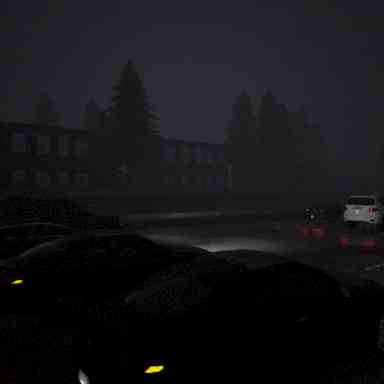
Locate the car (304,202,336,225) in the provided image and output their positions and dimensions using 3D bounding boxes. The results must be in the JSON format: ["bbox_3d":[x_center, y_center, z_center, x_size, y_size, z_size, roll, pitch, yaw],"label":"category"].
[{"bbox_3d":[10.095,1.451,23.849,4.902,1.511,2.128,0,0,-36],"label":"car"}]

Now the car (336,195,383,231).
[{"bbox_3d":[11.701,1.183,20.695,5.566,2.045,2.150,0,0,-36],"label":"car"}]

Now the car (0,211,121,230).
[{"bbox_3d":[-4.211,1.488,9.342,4.902,1.511,2.128,0,0,-36],"label":"car"}]

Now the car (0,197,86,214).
[{"bbox_3d":[-5.391,1.215,12.800,5.566,2.045,2.150,0,0,-36],"label":"car"}]

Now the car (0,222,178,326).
[{"bbox_3d":[-1.541,1.520,6.947,4.674,1.442,1.812,0,0,-36],"label":"car"}]

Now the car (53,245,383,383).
[{"bbox_3d":[0.885,1.520,4.378,4.674,1.442,1.812,0,0,-36],"label":"car"}]
